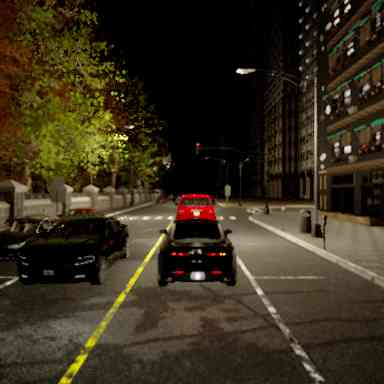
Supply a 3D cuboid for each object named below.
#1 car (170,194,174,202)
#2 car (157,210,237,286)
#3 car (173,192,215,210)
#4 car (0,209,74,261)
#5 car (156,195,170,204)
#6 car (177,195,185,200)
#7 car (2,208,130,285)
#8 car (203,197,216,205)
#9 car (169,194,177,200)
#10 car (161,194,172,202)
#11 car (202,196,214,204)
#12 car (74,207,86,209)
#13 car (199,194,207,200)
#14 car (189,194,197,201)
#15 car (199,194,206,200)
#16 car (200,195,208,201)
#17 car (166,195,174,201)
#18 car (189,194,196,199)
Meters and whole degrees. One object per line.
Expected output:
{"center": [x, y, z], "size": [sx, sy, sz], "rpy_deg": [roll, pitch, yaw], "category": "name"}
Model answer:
{"center": [-2.851, 1.100, 68.556], "size": [2.150, 2.045, 5.566], "rpy_deg": [0, 0, 0], "category": "car"}
{"center": [0.117, 1.483, 9.306], "size": [1.837, 1.490, 4.892], "rpy_deg": [0, 0, 0], "category": "car"}
{"center": [0.150, 1.177, 19.584], "size": [2.150, 2.045, 5.566], "rpy_deg": [0, 0, -2], "category": "car"}
{"center": [-5.743, 1.524, 11.724], "size": [2.008, 1.369, 4.403], "rpy_deg": [0, 0, 0], "category": "car"}
{"center": [-5.556, 1.469, 60.815], "size": [1.802, 1.307, 4.206], "rpy_deg": [0, 0, 0], "category": "car"}
{"center": [-2.816, 1.380, 84.111], "size": [1.994, 1.385, 4.181], "rpy_deg": [0, 0, 0], "category": "car"}
{"center": [-3.073, 1.455, 9.635], "size": [1.882, 1.535, 5.008], "rpy_deg": [0, 0, 0], "category": "car"}
{"center": [2.812, 1.460, 55.164], "size": [1.947, 1.339, 4.313], "rpy_deg": [0, 0, 0], "category": "car"}
{"center": [-5.480, 1.296, 94.609], "size": [1.967, 1.590, 4.097], "rpy_deg": [0, 0, 0], "category": "car"}
{"center": [-5.530, 1.314, 72.080], "size": [1.967, 1.590, 4.097], "rpy_deg": [0, 0, 0], "category": "car"}
{"center": [2.824, 1.452, 60.796], "size": [1.947, 1.339, 4.313], "rpy_deg": [0, 0, 0], "category": "car"}
{"center": [-5.782, 1.506, 17.265], "size": [1.887, 1.381, 4.507], "rpy_deg": [0, 0, 0], "category": "car"}
{"center": [2.888, 1.298, 88.958], "size": [1.967, 1.590, 4.097], "rpy_deg": [0, 0, 0], "category": "car"}
{"center": [0.180, 1.332, 82.039], "size": [1.882, 1.535, 5.008], "rpy_deg": [0, 0, 0], "category": "car"}
{"center": [2.901, 1.295, 94.590], "size": [1.967, 1.590, 4.097], "rpy_deg": [0, 0, 0], "category": "car"}
{"center": [2.875, 1.407, 83.327], "size": [1.887, 1.381, 4.507], "rpy_deg": [0, 0, 0], "category": "car"}
{"center": [-5.505, 1.388, 83.176], "size": [1.752, 1.417, 4.829], "rpy_deg": [0, 0, 0], "category": "car"}
{"center": [0.204, 1.271, 92.456], "size": [2.033, 1.411, 5.357], "rpy_deg": [0, 0, 0], "category": "car"}
